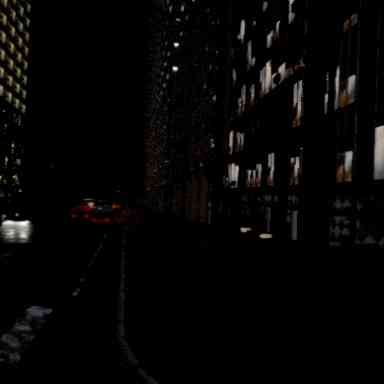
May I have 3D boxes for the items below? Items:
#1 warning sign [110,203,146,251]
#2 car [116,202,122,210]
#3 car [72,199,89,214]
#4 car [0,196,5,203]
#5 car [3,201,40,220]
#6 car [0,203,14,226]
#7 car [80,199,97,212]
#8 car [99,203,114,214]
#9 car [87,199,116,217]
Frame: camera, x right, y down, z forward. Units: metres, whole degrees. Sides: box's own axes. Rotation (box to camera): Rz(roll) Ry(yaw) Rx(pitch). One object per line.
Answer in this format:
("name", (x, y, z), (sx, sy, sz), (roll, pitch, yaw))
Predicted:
("warning sign", (-2.705, 1.455, 14.037), (1.300, 1.860, 1.060), (4, -1, -11))
("car", (-15.355, 2.823, 67.602), (1.882, 1.535, 5.008), (3, -2, -11))
("car", (-15.545, 2.115, 47.033), (2.097, 1.767, 4.553), (3, -2, -11))
("car", (-19.117, 1.389, 31.042), (2.150, 2.045, 5.566), (3, -2, -13))
("car", (-15.988, 1.809, 31.902), (2.128, 1.511, 4.902), (3, -2, -11))
("car", (-13.983, 1.663, 21.962), (2.033, 1.411, 5.357), (3, -2, -11))
("car", (-17.475, 2.174, 56.577), (2.150, 2.045, 5.566), (3, -2, -11))
("car", (-13.315, 2.550, 51.816), (1.994, 1.385, 4.181), (3, -2, -11))
("car", (-11.141, 1.999, 41.345), (2.150, 2.045, 5.566), (3, -2, -9))
